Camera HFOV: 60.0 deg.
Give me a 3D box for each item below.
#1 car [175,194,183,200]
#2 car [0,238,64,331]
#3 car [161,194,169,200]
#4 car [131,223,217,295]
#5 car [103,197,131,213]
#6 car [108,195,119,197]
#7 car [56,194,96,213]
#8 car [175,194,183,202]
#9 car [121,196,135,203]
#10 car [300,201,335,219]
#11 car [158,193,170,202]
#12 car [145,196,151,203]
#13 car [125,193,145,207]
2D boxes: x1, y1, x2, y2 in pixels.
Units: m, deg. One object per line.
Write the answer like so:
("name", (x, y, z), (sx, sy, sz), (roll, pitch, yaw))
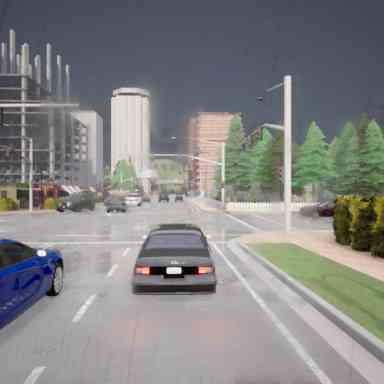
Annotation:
("car", (-3.277, 1.326, 84.907), (1.837, 1.490, 4.892), (0, 0, -2))
("car", (-3.731, 1.478, 5.559), (1.882, 1.535, 5.008), (0, 0, -3))
("car", (-6.774, 1.350, 84.775), (1.812, 1.442, 4.674), (0, 0, -2))
("car", (-0.421, 1.547, 8.858), (2.033, 1.411, 5.357), (0, 0, -2))
("car", (-8.245, 1.547, 36.744), (2.033, 1.411, 5.357), (0, 0, -7))
("car", (-12.668, 1.352, 53.060), (2.097, 1.767, 4.553), (0, 0, -2))
("car", (-12.812, 1.222, 37.213), (2.150, 2.045, 5.566), (1, 0, 10))
("car", (-2.929, 1.493, 75.694), (1.837, 1.490, 4.892), (0, 0, -2))
("car", (-13.160, 1.540, 68.386), (2.033, 1.411, 5.357), (0, 0, -2))
("car", (11.742, 1.478, 28.231), (5.008, 1.535, 1.882), (0, 0, -1))
("car", (-6.414, 1.217, 75.241), (2.150, 2.045, 5.566), (0, 0, -2))
("car", (-9.677, 1.563, 68.894), (1.994, 1.385, 4.181), (0, 0, -2))
("car", (-9.126, 1.220, 51.767), (2.150, 2.045, 5.566), (0, 0, -2))
